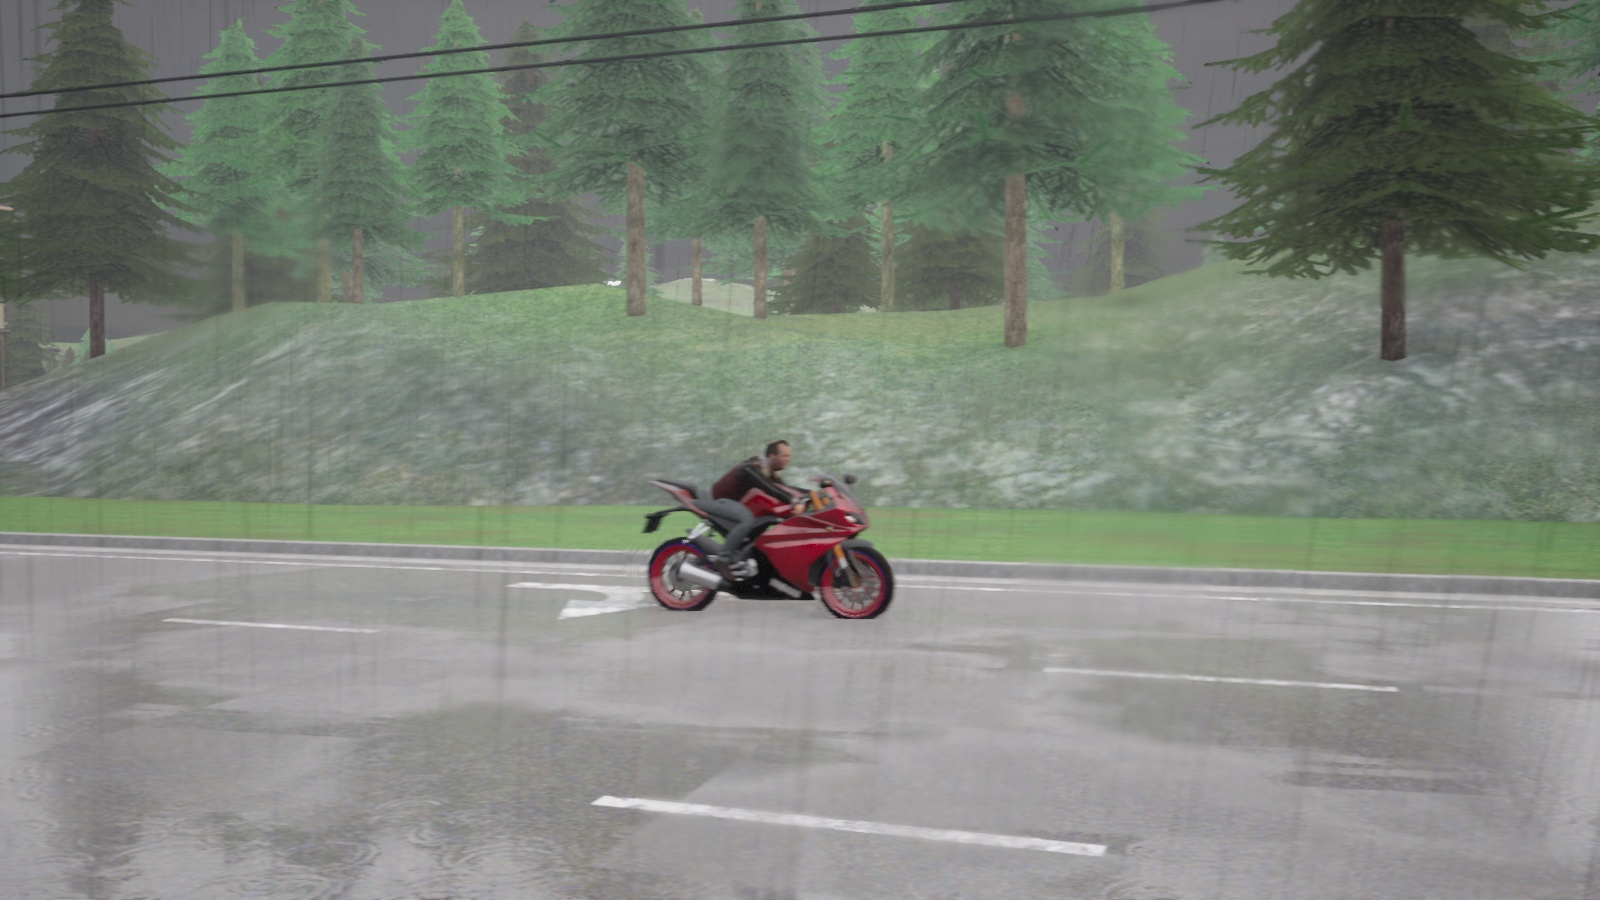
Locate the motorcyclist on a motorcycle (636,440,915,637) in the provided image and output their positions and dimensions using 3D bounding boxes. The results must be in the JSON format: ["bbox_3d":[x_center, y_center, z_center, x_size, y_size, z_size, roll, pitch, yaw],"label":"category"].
[{"bbox_3d":[-0.202,0.690,10.647,2.191,1.530,0.866,1,1,19],"label":"motorcyclist on a motorcycle"}]
